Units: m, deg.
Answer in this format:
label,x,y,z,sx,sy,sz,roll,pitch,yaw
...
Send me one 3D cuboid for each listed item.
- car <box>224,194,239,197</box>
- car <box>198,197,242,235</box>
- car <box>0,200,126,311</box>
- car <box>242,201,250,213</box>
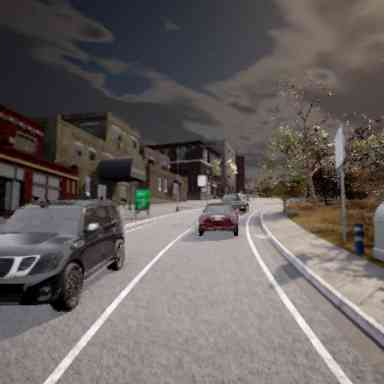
label,x,y,z,sx,sy,sz,roll,pitch,yaw
car,5.842,1.353,50.488,2.150,2.045,5.566,-2,-1,21
car,1.613,1.385,19.037,2.097,1.767,4.553,-1,0,8
car,-3.226,1.249,8.205,2.150,2.045,5.566,0,0,3
car,5.215,1.640,36.654,1.895,1.301,4.718,-1,0,15
